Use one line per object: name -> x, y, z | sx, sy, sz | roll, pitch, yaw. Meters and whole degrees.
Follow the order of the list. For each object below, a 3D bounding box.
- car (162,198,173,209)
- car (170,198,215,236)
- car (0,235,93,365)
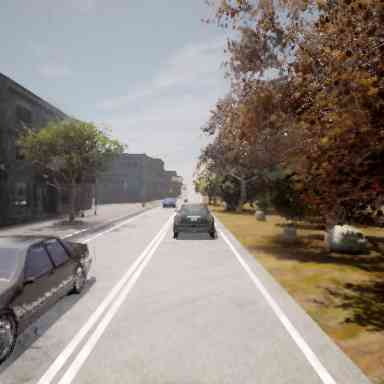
car -> -3.291, 1.586, 48.612 | 1.882, 1.535, 5.008 | 0, -1, 1
car -> 0.098, 1.356, 18.386 | 2.097, 1.767, 4.553 | 0, 0, 0
car -> -3.351, 1.549, 6.001 | 2.033, 1.411, 5.357 | 0, 0, 0
